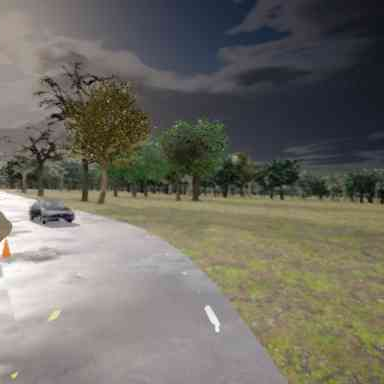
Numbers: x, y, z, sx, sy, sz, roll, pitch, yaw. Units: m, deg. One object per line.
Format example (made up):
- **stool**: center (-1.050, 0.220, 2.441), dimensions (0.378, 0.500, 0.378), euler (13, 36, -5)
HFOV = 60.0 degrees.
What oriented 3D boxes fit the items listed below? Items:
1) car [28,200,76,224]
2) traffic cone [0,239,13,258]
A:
- **car**: center (-9.457, 1.256, 22.122), dimensions (2.033, 1.411, 5.357), euler (0, 1, -38)
- **traffic cone**: center (-6.058, 1.817, 10.866), dimensions (0.340, 0.580, 0.340), euler (0, 1, -16)
